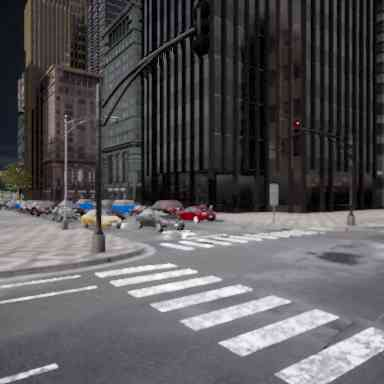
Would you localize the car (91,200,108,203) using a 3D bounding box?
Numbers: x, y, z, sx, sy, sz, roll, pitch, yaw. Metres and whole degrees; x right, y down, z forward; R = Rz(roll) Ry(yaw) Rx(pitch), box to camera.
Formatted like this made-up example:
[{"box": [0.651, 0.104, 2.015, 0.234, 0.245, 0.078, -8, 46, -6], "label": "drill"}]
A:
[{"box": [-11.559, 1.975, 45.829, 2.192, 1.841, 5.009, -1, 0, -36], "label": "car"}]

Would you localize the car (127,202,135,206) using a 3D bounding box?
[{"box": [-5.654, 2.104, 37.539, 1.802, 1.307, 4.206, -1, 0, -36], "label": "car"}]

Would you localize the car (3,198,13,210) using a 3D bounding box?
[{"box": [-32.349, 2.407, 60.246, 1.967, 1.590, 4.097, -1, 0, -36], "label": "car"}]

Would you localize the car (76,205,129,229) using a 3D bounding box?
[{"box": [-6.605, 1.893, 24.169, 1.752, 1.417, 4.829, -1, 0, -36], "label": "car"}]

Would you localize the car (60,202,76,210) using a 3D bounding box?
[{"box": [-23.098, 2.508, 61.961, 1.802, 1.307, 4.206, -1, 0, -36], "label": "car"}]

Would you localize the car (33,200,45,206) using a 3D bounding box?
[{"box": [-38.206, 2.813, 83.134, 2.008, 1.369, 4.403, -1, 0, -36], "label": "car"}]

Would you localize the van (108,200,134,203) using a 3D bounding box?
[{"box": [-8.609, 1.932, 41.685, 1.690, 1.788, 3.998, -1, 0, -36], "label": "van"}]

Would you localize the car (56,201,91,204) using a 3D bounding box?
[{"box": [-14.144, 2.148, 39.351, 2.033, 1.411, 5.357, 0, -1, -35], "label": "car"}]

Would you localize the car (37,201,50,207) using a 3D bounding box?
[{"box": [-35.185, 2.763, 78.900, 1.947, 1.339, 4.313, -1, 0, -36], "label": "car"}]

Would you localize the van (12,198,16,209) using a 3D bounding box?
[{"box": [-26.572, 2.175, 52.147, 1.690, 1.788, 3.998, -1, 0, -36], "label": "van"}]

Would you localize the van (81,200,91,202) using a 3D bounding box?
[{"box": [-17.459, 2.138, 54.118, 1.690, 1.788, 3.998, -1, 0, -36], "label": "van"}]

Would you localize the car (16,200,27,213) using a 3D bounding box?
[{"box": [-23.732, 2.209, 48.170, 1.967, 1.590, 4.097, -1, 0, -36], "label": "car"}]

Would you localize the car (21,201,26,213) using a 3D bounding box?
[{"box": [-20.893, 2.248, 44.193, 1.887, 1.381, 4.507, -1, 0, -36], "label": "car"}]

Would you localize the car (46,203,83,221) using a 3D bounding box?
[{"box": [-12.379, 2.055, 32.261, 2.008, 1.369, 4.403, -1, 0, -36], "label": "car"}]

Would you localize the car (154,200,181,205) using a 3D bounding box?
[{"box": [-2.709, 1.767, 33.396, 2.192, 1.841, 5.009, -1, 0, -36], "label": "car"}]

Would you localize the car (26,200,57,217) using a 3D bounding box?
[{"box": [-18.059, 1.952, 40.216, 2.192, 1.841, 5.009, -1, 0, -36], "label": "car"}]

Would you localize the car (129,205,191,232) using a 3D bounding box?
[{"box": [-2.296, 1.848, 22.757, 1.812, 1.442, 4.674, 0, -1, -34], "label": "car"}]

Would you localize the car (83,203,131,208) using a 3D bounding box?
[{"box": [-7.976, 2.003, 30.691, 2.033, 1.411, 5.357, 0, -1, -36], "label": "car"}]

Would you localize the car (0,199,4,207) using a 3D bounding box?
[{"box": [-41.719, 2.720, 73.379, 1.887, 1.381, 4.507, -1, 0, -36], "label": "car"}]

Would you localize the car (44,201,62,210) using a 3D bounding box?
[{"box": [-25.359, 2.402, 60.553, 1.882, 1.535, 5.008, 0, -1, -35], "label": "car"}]

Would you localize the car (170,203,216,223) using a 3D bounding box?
[{"box": [0.245, 1.927, 29.251, 1.887, 1.381, 4.507, -1, 0, -36], "label": "car"}]

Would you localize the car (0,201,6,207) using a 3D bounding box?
[{"box": [-44.841, 2.825, 77.756, 1.802, 1.307, 4.206, -1, 0, -36], "label": "car"}]
